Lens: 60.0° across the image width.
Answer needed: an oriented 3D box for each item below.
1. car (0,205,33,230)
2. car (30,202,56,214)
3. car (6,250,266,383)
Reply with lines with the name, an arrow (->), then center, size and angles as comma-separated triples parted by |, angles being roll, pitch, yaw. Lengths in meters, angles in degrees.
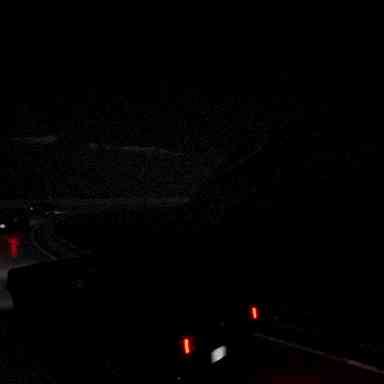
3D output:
car -> -11.916, 1.742, 21.790 | 1.895, 1.301, 4.718 | 0, 0, -20
car -> -17.432, 1.818, 38.390 | 1.994, 1.385, 4.181 | 0, 0, 3
car -> -1.308, 1.642, 5.463 | 4.718, 1.301, 1.895 | 0, -1, 43
